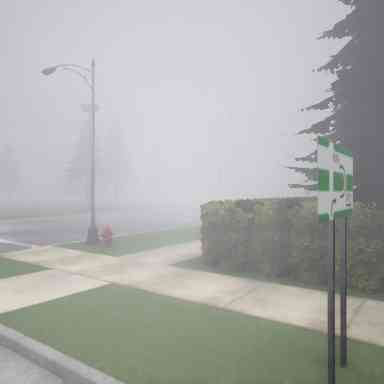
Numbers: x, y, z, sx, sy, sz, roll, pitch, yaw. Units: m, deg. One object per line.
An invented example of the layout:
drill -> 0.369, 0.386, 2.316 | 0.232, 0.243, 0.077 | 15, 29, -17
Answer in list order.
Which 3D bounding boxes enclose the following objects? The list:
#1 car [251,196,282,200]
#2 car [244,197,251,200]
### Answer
car -> 10.183, 1.526, 45.271 | 1.812, 1.442, 4.674 | 0, 0, 36
car -> 10.548, 1.547, 57.644 | 2.033, 1.411, 5.357 | 0, 0, 38
